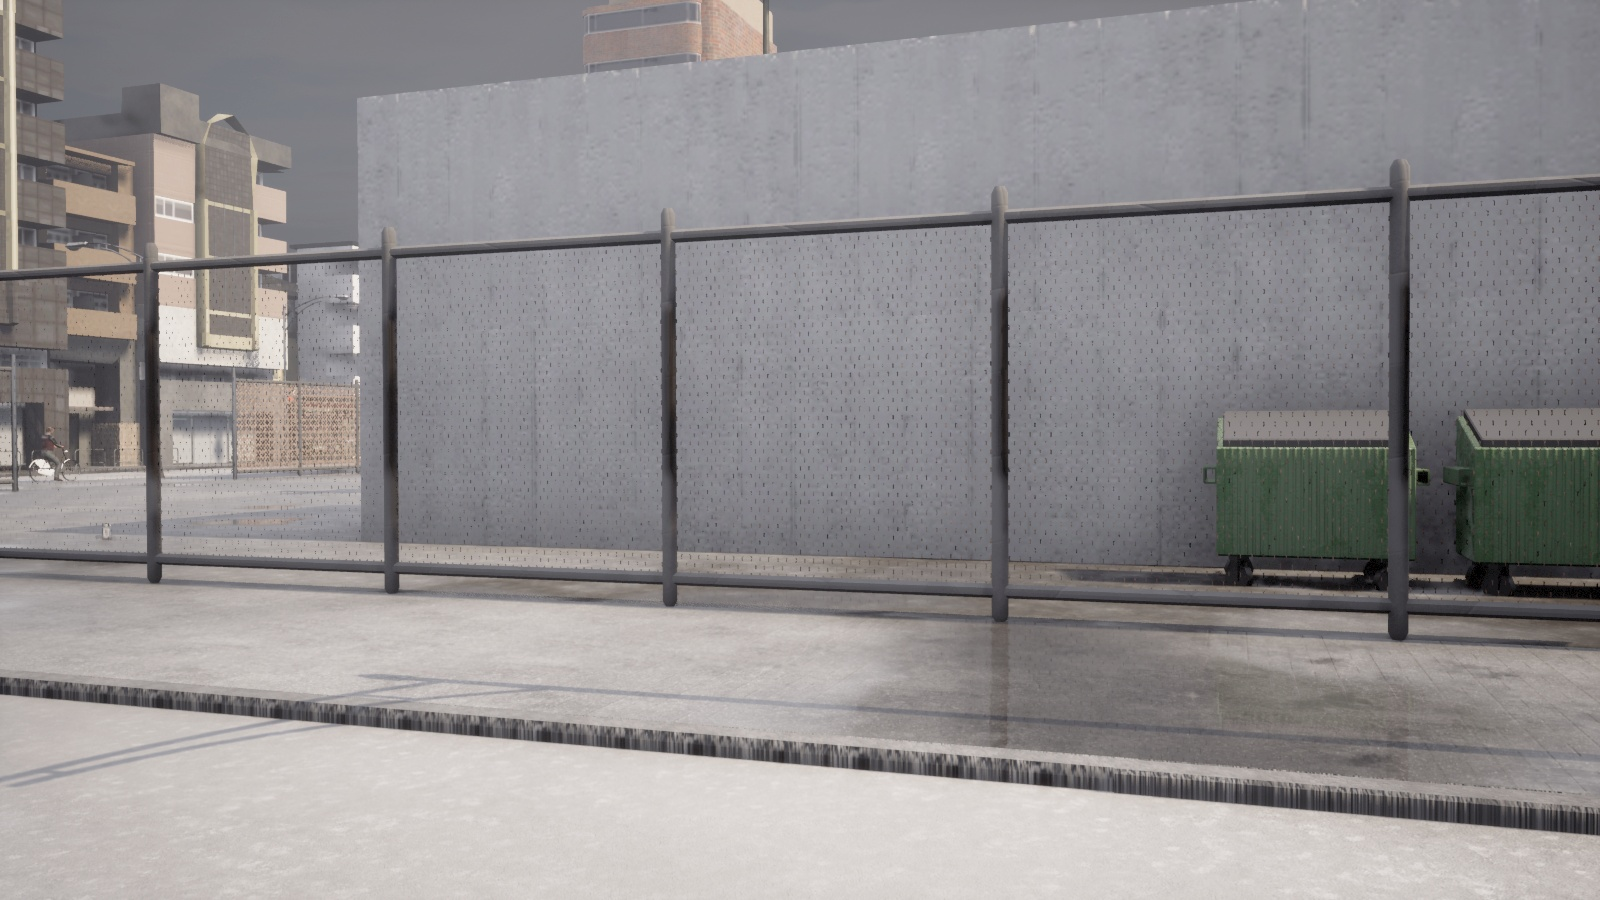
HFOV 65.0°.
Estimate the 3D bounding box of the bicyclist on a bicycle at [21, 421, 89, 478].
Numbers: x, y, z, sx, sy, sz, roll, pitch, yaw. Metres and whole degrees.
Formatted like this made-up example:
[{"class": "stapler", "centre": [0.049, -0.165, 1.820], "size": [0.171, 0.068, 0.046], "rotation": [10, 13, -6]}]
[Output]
[{"class": "bicyclist on a bicycle", "centre": [-23.671, -0.031, 39.939], "size": [0.659, 1.776, 1.843], "rotation": [1, 1, 19]}]
